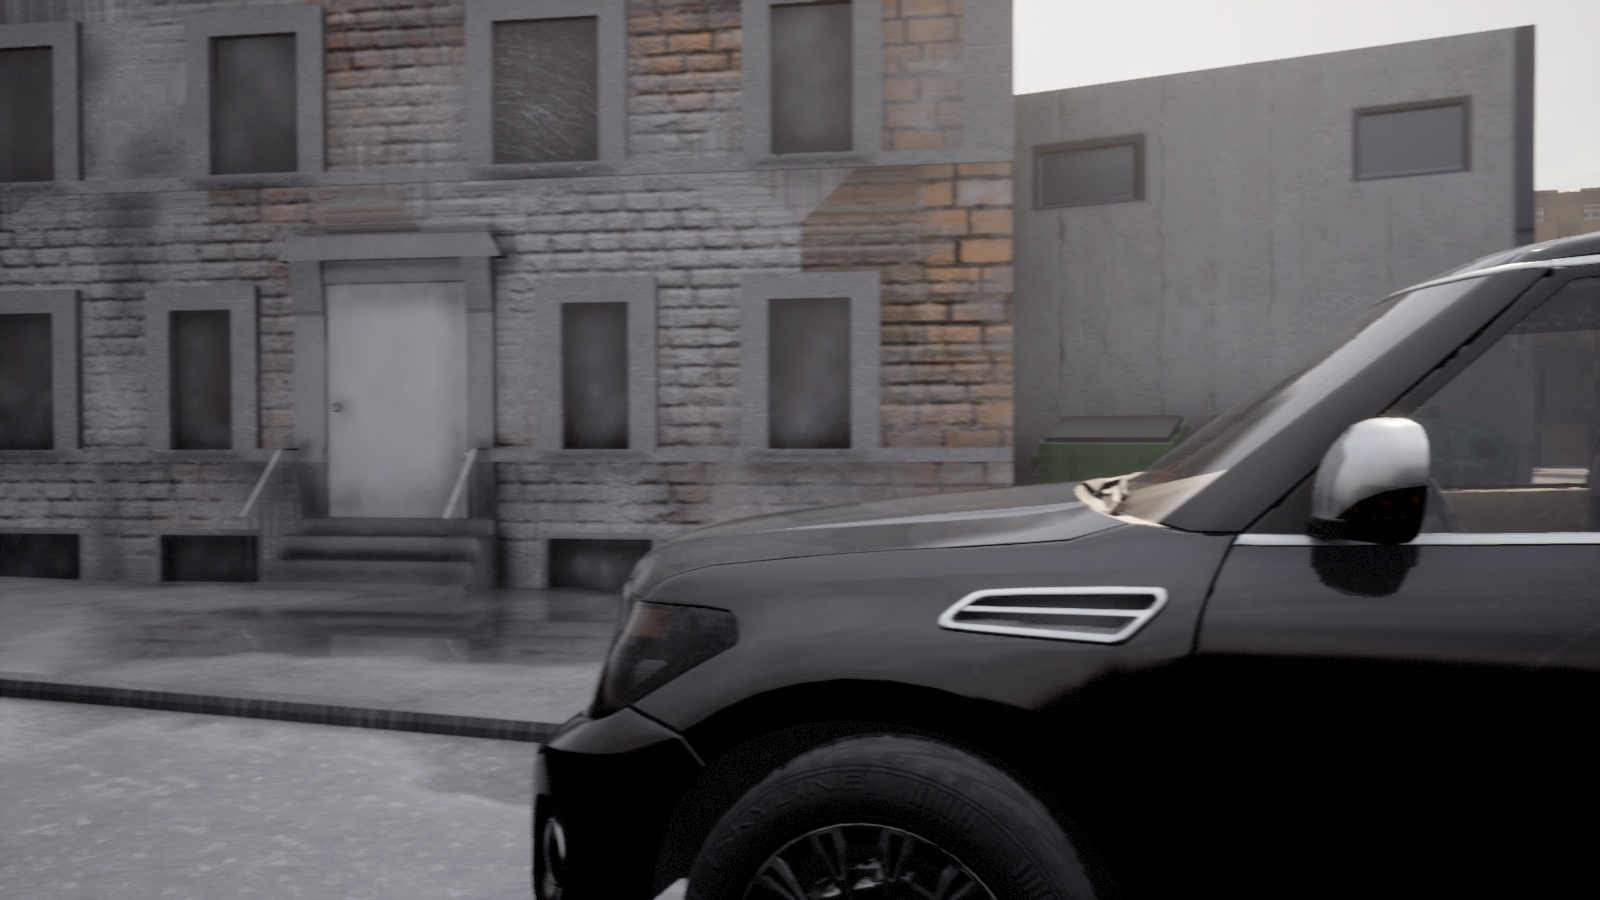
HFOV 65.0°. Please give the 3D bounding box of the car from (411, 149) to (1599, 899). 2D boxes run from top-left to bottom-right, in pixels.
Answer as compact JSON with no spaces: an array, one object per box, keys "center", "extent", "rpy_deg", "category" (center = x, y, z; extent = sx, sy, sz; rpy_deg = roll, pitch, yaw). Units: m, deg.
[{"center":[2.088,0.505,3.014],"extent":[5.566,2.045,2.150],"rpy_deg":[1,1,19],"category":"car"}]
